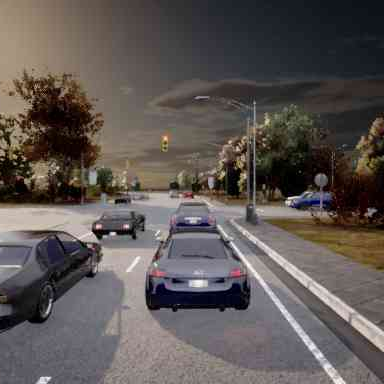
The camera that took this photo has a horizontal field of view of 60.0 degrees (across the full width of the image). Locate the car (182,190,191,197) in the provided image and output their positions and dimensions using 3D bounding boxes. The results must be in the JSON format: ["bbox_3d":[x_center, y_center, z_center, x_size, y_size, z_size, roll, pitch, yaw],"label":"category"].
[{"bbox_3d":[-1.589,0.393,94.123,2.097,1.767,4.553,0,1,-7],"label":"car"}]

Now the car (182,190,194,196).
[{"bbox_3d":[-0.772,0.566,83.475,2.150,2.045,5.566,0,1,-4],"label":"car"}]

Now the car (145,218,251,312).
[{"bbox_3d":[0.081,1.541,7.755,1.994,1.385,4.181,0,0,-1],"label":"car"}]

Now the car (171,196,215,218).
[{"bbox_3d":[0.044,1.271,16.389,2.097,1.767,4.553,0,0,0],"label":"car"}]

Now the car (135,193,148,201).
[{"bbox_3d":[-10.799,1.038,66.939,2.128,1.511,4.902,0,0,0],"label":"car"}]

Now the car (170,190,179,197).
[{"bbox_3d":[-4.320,0.886,84.154,1.994,1.385,4.181,0,1,-4],"label":"car"}]

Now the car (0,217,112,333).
[{"bbox_3d":[-3.417,1.528,7.067,2.033,1.411,5.357,0,0,-1],"label":"car"}]

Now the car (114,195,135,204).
[{"bbox_3d":[-10.789,1.269,52.201,1.895,1.301,4.718,0,0,0],"label":"car"}]

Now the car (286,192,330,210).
[{"bbox_3d":[14.021,0.993,37.455,5.566,2.045,2.150,0,0,-3],"label":"car"}]

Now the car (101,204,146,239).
[{"bbox_3d":[-3.477,1.518,16.711,1.895,1.301,4.718,0,0,-1],"label":"car"}]
